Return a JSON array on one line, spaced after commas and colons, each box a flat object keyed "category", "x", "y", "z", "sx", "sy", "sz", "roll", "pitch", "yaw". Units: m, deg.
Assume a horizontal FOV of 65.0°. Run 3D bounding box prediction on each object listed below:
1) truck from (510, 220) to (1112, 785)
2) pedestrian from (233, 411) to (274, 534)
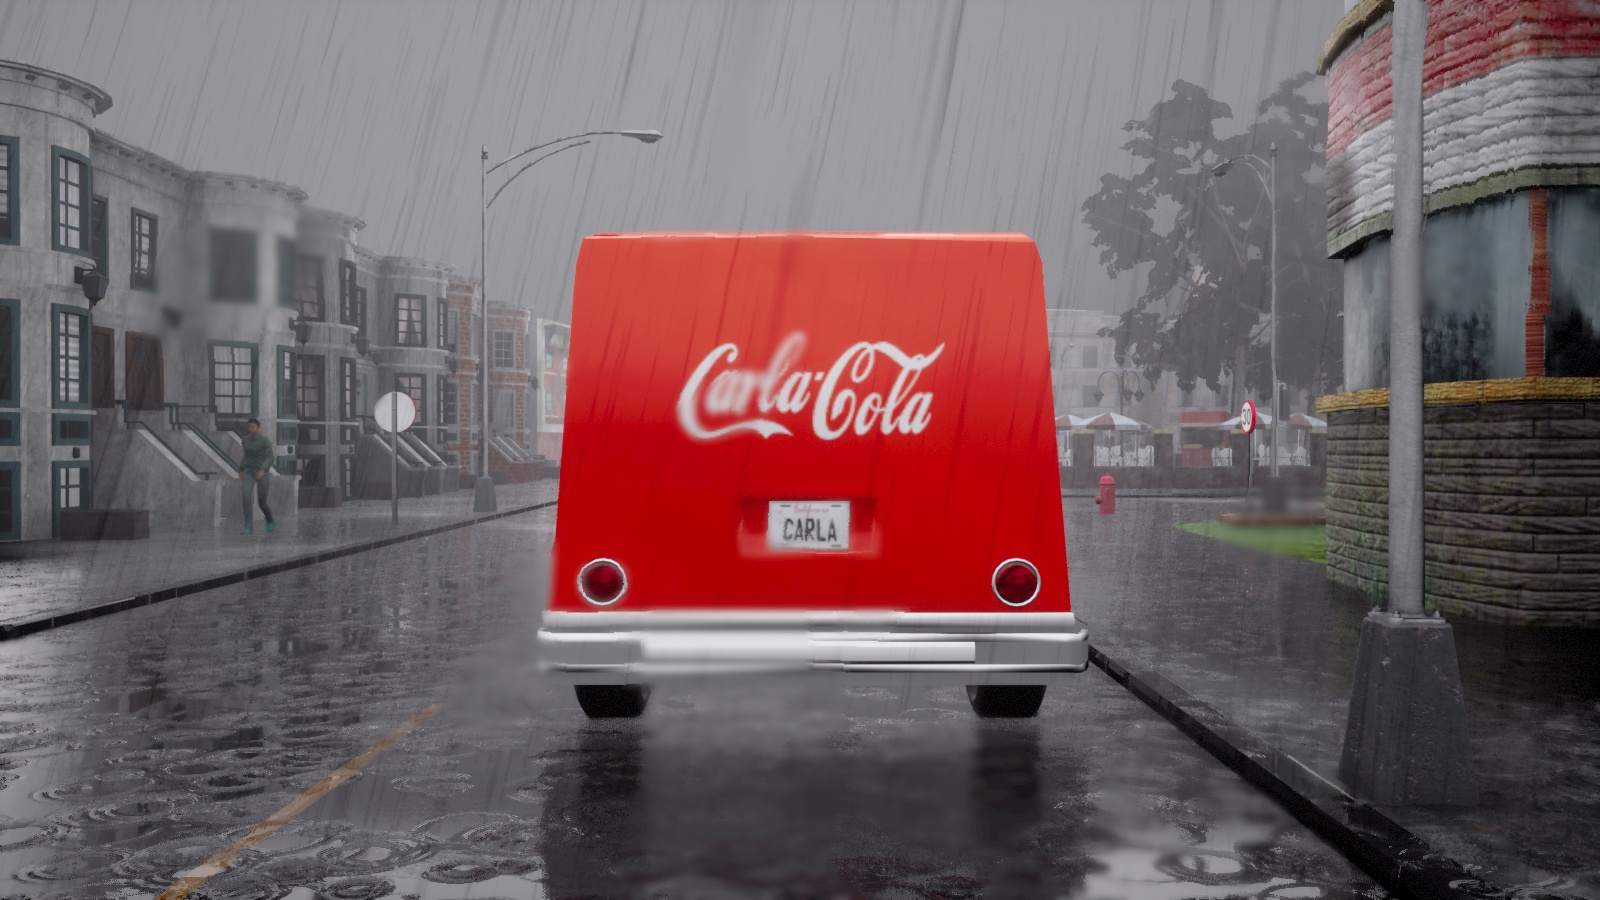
[{"category": "truck", "x": 0.060, "y": 0.214, "z": 8.087, "sx": 2.627, "sy": 2.467, "sz": 5.204, "roll": 0, "pitch": 0, "yaw": 0}, {"category": "pedestrian", "x": -8.322, "y": 0.341, "z": 19.149, "sx": 0.353, "sy": 1.847, "sz": 0.614, "roll": 0, "pitch": 0, "yaw": 0}]
